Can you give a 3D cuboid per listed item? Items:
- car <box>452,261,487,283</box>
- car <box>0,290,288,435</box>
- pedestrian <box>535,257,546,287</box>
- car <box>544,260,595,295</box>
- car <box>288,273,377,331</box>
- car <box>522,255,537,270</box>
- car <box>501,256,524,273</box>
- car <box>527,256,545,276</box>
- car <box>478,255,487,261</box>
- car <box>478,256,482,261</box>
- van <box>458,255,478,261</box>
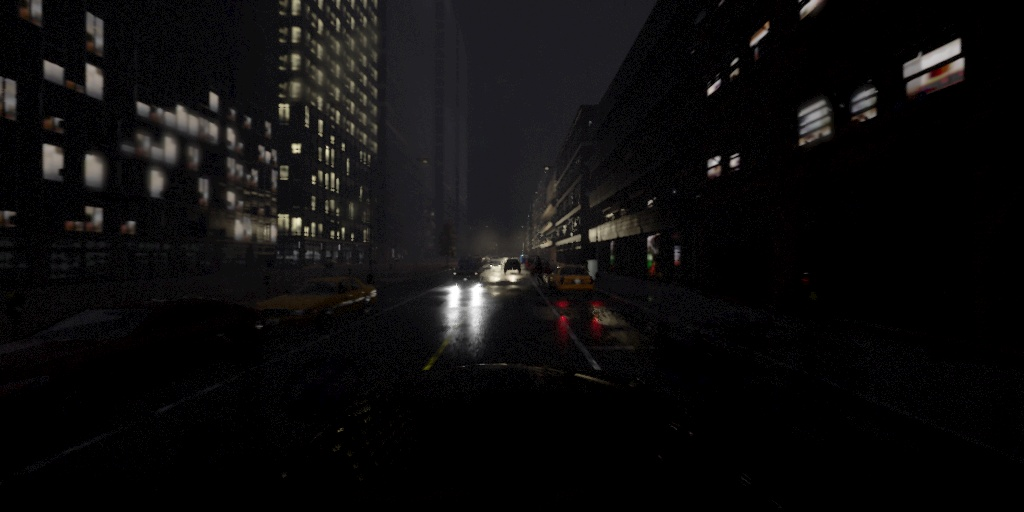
[{"bbox_3d":[-3.092,1.229,25.985,1.895,1.301,4.718,0,0,0],"label":"car"},{"bbox_3d":[-5.689,1.314,5.469,1.802,1.307,4.207,0,0,0],"label":"car"},{"bbox_3d":[1.730,0.943,22.026,0.375,1.860,0.375,1,0,0],"label":"pedestrian"},{"bbox_3d":[3.001,1.120,19.027,1.801,1.575,5.366,0,0,0],"label":"car"},{"bbox_3d":[-5.689,1.230,10.945,1.751,1.417,4.829,0,0,0],"label":"car"},{"bbox_3d":[2.694,0.840,45.015,2.192,1.841,5.009,0,0,0],"label":"car"},{"bbox_3d":[0.063,1.060,39.830,1.837,1.490,4.892,0,0,0],"label":"car"},{"bbox_3d":[2.693,1.027,33.723,1.967,1.591,4.097,0,0,0],"label":"car"},{"bbox_3d":[-5.686,0.774,56.287,2.192,1.841,5.009,0,0,0],"label":"car"},{"bbox_3d":[-5.686,1.038,50.641,1.888,1.381,4.507,0,0,0],"label":"car"},{"bbox_3d":[-5.686,0.866,44.993,1.690,1.789,3.998,0,0,0],"label":"van"}]
